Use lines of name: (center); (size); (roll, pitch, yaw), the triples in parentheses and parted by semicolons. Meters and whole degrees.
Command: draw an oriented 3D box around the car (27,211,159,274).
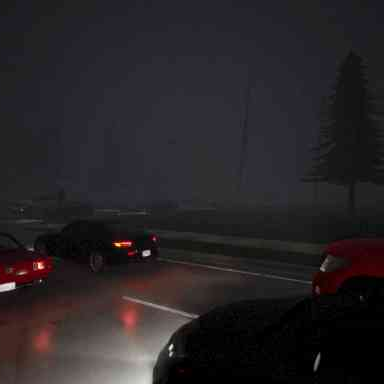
car: (-3.117, 1.526, 10.546); (4.674, 1.442, 1.812); (0, 0, 36)

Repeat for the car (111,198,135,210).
car: (-8.309, 1.525, 43.331); (1.812, 1.442, 4.674); (0, 0, 37)

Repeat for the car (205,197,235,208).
car: (4.487, 1.477, 48.826); (1.882, 1.535, 5.008); (0, 0, 37)

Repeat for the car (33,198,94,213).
car: (-10.605, 1.525, 28.449); (1.812, 1.442, 4.674); (0, 0, 36)

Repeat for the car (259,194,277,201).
car: (13.984, 1.009, 61.468); (2.097, 1.767, 4.553); (0, 0, 37)

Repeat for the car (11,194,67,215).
car: (-15.280, 1.219, 33.945); (2.150, 2.045, 5.566); (0, 0, 37)

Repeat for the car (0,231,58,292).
car: (-5.452, 1.601, 7.917); (4.718, 1.301, 1.895); (0, 0, 36)

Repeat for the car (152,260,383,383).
car: (1.661, 1.564, 2.796); (4.181, 1.385, 1.994); (0, 0, 36)

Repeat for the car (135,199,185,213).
car: (-3.591, 1.547, 37.953); (2.033, 1.411, 5.357); (0, 0, 37)

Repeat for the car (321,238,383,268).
car: (4.754, 1.221, 4.874); (5.566, 2.045, 2.150); (0, 0, 36)

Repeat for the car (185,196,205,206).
car: (0.364, 1.477, 55.008); (1.882, 1.535, 5.008); (0, 0, 37)
